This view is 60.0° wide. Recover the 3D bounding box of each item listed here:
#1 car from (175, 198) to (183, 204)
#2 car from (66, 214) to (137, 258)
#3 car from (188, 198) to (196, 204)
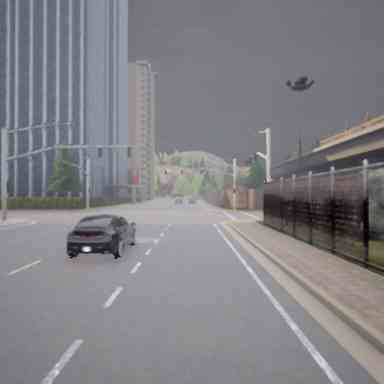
[{"bbox_3d":[-3.481,2.499,86.912,2.033,1.411,5.357,0,-1,0],"label":"car"},{"bbox_3d":[-3.480,1.658,13.476,1.837,1.490,4.892,0,0,0],"label":"car"},{"bbox_3d":[0.019,2.499,86.911,2.033,1.411,5.357,0,-1,0],"label":"car"}]
